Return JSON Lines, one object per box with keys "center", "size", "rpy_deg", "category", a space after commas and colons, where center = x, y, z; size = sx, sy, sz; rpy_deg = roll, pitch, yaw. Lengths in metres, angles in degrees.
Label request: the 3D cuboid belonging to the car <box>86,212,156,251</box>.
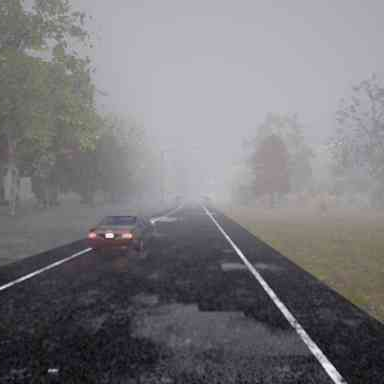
{"center": [-2.748, 1.547, 13.976], "size": [2.033, 1.411, 5.357], "rpy_deg": [0, 0, 2], "category": "car"}
